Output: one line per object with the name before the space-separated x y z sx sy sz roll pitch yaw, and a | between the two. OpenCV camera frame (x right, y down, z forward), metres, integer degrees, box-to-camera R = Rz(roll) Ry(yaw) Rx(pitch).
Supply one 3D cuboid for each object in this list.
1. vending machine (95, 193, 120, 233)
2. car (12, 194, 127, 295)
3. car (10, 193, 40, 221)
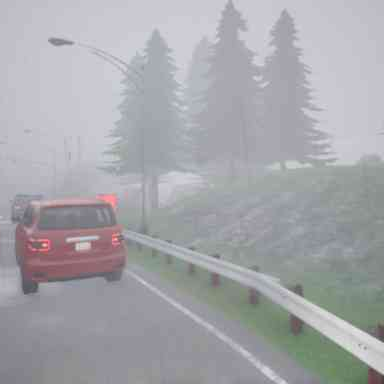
vending machine | -4.553 1.096 17.914 1.100 2.100 0.880 -1 0 -29
car | -3.519 1.183 9.057 2.150 2.045 5.566 -1 1 -30
car | -11.819 1.122 24.114 2.150 2.045 5.566 -1 1 -29
